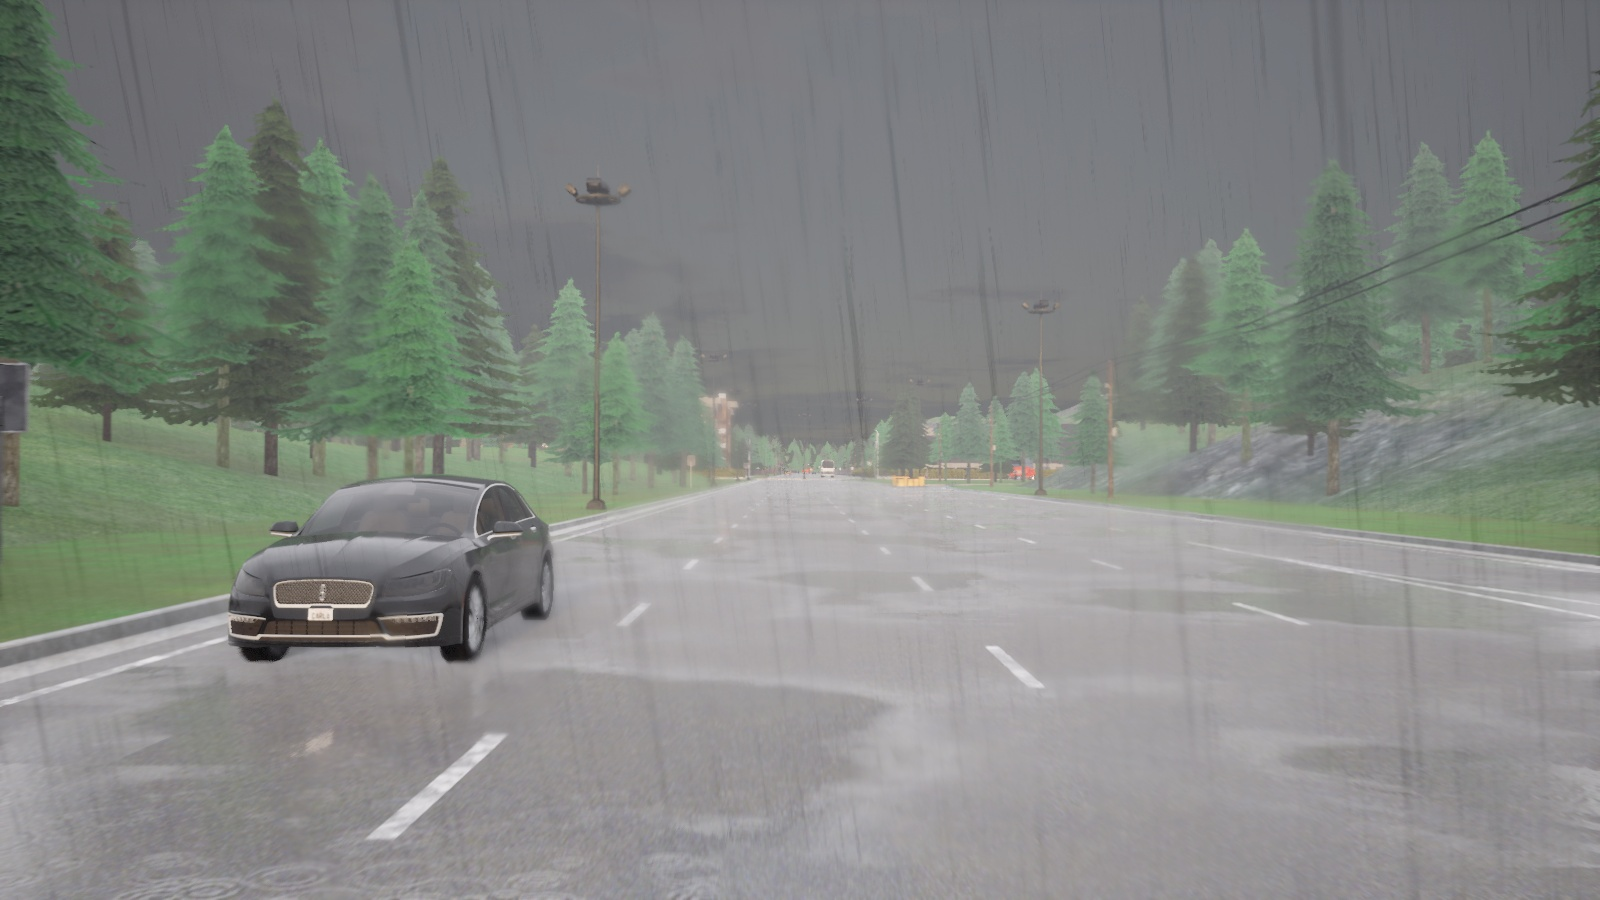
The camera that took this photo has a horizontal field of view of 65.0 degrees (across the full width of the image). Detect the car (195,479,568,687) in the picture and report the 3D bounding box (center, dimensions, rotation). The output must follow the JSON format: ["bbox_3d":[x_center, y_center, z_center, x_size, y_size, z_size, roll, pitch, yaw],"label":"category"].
[{"bbox_3d":[-3.527,1.029,11.672,1.837,1.490,4.892,0,-1,0],"label":"car"}]
